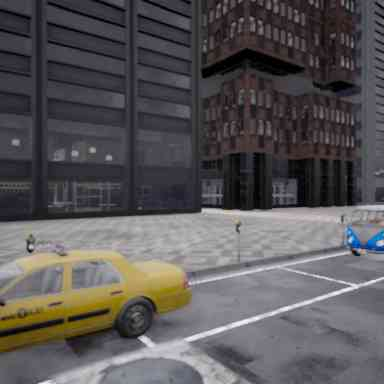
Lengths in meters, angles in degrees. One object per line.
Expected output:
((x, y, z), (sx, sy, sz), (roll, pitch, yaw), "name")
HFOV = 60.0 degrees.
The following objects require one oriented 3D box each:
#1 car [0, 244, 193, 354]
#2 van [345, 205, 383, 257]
((-2.270, 1.526, 5.033), (4.829, 1.417, 1.752), (0, 0, -36), "car")
((7.051, 1.342, 11.685), (3.998, 1.788, 1.690), (0, 0, -36), "van")
